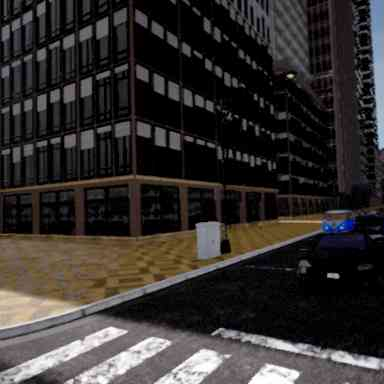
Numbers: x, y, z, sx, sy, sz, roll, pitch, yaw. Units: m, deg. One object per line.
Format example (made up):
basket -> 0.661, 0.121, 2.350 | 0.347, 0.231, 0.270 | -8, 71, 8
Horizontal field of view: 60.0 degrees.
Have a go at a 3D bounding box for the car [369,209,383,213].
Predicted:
car -> 16.805, 2.419, 28.468 | 2.033, 1.411, 5.357 | -4, -3, 33

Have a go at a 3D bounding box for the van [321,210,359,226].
van -> 10.370, 2.177, 23.425 | 1.690, 1.788, 3.998 | -3, -3, 33

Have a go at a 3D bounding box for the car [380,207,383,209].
car -> 22.553, 2.899, 41.918 | 2.008, 1.369, 4.403 | -3, -3, 33

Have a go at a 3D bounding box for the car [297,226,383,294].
car -> 4.566, 1.921, 9.889 | 1.994, 1.385, 4.181 | -4, -3, 33

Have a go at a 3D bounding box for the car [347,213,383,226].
car -> 9.987, 2.112, 18.125 | 1.812, 1.442, 4.674 | -4, -3, 33

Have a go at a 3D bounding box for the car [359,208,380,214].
car -> 19.510, 2.786, 37.292 | 1.947, 1.339, 4.313 | -3, -3, 33
